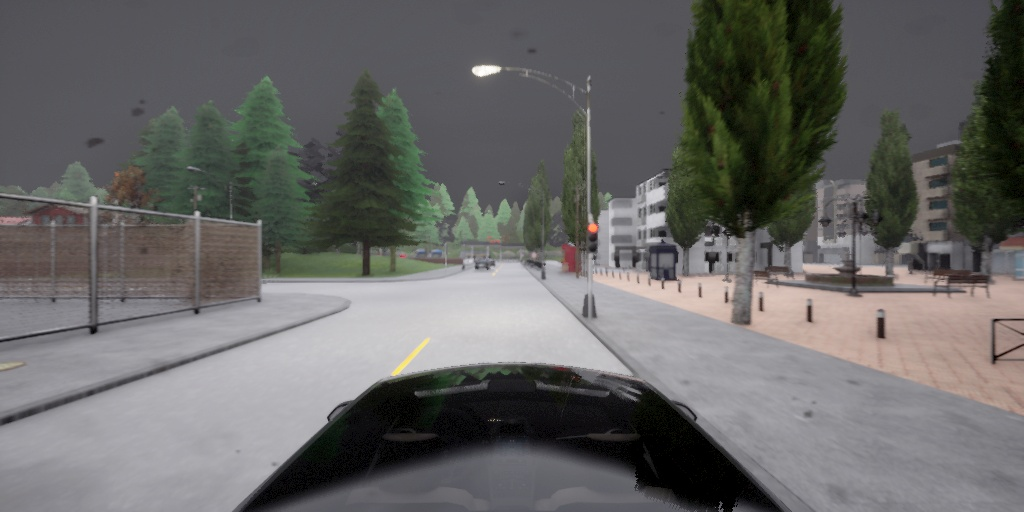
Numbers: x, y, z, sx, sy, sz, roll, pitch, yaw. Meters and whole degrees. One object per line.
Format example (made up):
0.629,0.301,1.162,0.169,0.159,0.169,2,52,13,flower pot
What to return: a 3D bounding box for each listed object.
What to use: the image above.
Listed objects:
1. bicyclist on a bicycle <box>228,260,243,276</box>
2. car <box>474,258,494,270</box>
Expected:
-22.156,1.050,28.656,0.582,1.620,1.656,0,0,0,bicyclist on a bicycle
-4.066,1.159,49.643,2.128,1.511,4.902,0,0,1,car
